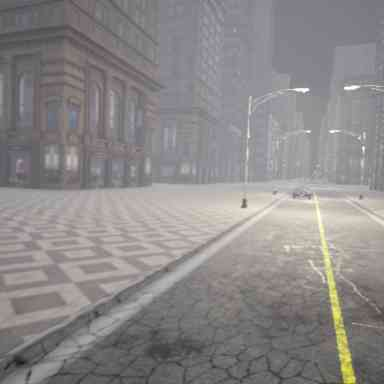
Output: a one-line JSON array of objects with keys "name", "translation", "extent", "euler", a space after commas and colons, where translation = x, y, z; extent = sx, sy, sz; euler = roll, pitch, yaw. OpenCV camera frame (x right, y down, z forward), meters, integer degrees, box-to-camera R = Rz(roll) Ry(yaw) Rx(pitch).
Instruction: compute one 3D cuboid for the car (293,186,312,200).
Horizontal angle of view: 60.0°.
[{"name": "car", "translation": [12.442, 0.009, 37.461], "extent": [1.812, 1.442, 4.674], "euler": [3, 3, 20]}]
